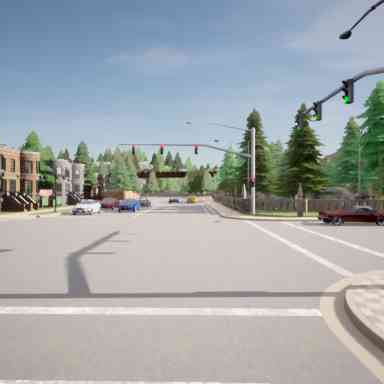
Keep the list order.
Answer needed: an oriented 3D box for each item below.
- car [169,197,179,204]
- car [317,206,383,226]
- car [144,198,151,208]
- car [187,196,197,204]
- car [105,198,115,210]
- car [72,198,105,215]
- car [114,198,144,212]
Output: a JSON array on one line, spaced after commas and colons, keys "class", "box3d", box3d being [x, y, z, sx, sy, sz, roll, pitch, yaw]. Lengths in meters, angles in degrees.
[{"class": "car", "box3d": [-3.508, 1.600, 65.155, 1.895, 1.301, 4.718, 0, 0, 0]}, {"class": "car", "box3d": [11.151, 1.601, 22.850, 4.718, 1.301, 1.895, 0, 0, 2]}, {"class": "car", "box3d": [-7.146, 1.564, 48.306, 1.994, 1.385, 4.181, 0, 0, 0]}, {"class": "car", "box3d": [-0.007, 1.477, 64.870, 1.882, 1.535, 5.008, 0, 0, 0]}, {"class": "car", "box3d": [-10.658, 1.477, 43.033, 1.882, 1.535, 5.008, 0, 0, 0]}, {"class": "car", "box3d": [-10.652, 1.525, 33.980, 1.812, 1.442, 4.674, 0, 0, 0]}, {"class": "car", "box3d": [-7.158, 1.477, 38.319, 1.882, 1.535, 5.008, 0, 0, 0]}]
